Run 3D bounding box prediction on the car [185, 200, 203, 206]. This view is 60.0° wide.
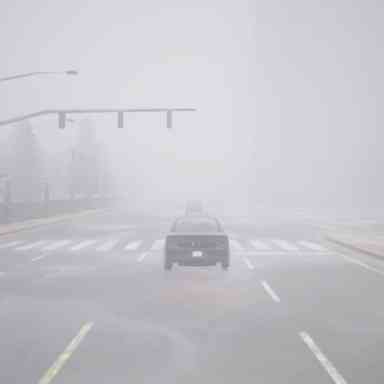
[{"bbox_3d":[0.196,1.554,35.645,2.033,1.411,5.357,0,0,0],"label":"car"}]

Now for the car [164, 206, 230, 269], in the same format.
[{"bbox_3d":[0.139,1.471,11.186,1.882,1.535,5.008,0,0,0],"label":"car"}]
